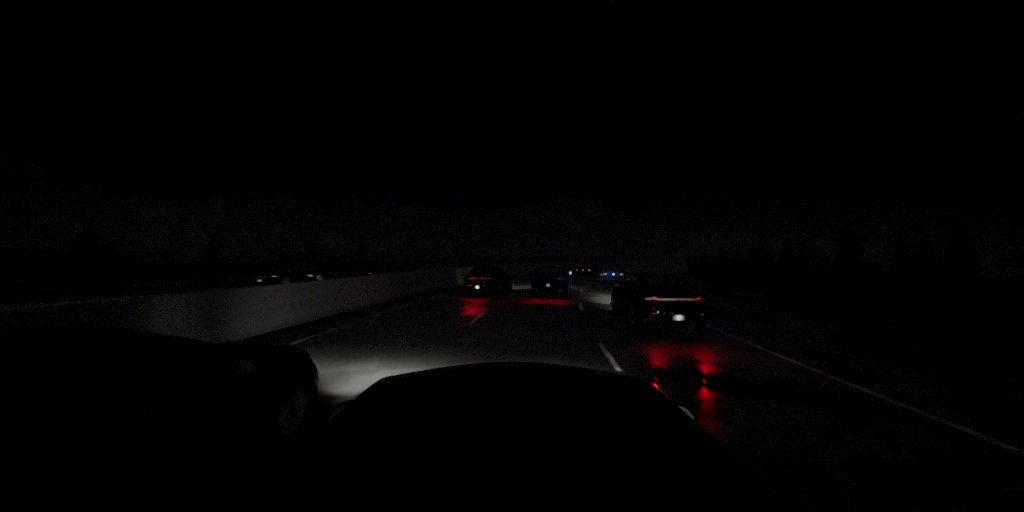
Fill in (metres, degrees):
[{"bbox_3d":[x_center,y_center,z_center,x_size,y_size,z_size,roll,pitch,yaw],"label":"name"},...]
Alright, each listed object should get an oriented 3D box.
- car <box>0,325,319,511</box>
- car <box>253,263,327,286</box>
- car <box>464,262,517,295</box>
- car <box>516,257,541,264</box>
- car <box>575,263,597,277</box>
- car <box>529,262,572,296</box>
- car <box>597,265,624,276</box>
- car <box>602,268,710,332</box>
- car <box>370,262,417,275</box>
[{"bbox_3d":[-3.274,1.242,2.403,1.837,1.490,4.892,0,0,1],"label":"car"},{"bbox_3d":[-14.863,1.247,24.271,2.128,1.511,4.902,0,0,13],"label":"car"},{"bbox_3d":[-1.233,1.306,20.244,1.837,1.490,4.892,0,0,12],"label":"car"},{"bbox_3d":[2.171,1.128,49.709,2.150,2.045,5.566,0,-1,29],"label":"car"},{"bbox_3d":[8.018,1.440,37.654,2.033,1.411,5.357,0,0,24],"label":"car"},{"bbox_3d":[2.299,1.293,20.111,1.882,1.535,5.008,0,0,12],"label":"car"},{"bbox_3d":[8.350,1.415,29.001,2.033,1.411,5.357,0,0,19],"label":"car"},{"bbox_3d":[4.325,1.289,11.111,2.128,1.511,4.902,0,0,6],"label":"car"},{"bbox_3d":[-9.785,1.299,29.995,1.837,1.490,4.892,0,0,17],"label":"car"}]
